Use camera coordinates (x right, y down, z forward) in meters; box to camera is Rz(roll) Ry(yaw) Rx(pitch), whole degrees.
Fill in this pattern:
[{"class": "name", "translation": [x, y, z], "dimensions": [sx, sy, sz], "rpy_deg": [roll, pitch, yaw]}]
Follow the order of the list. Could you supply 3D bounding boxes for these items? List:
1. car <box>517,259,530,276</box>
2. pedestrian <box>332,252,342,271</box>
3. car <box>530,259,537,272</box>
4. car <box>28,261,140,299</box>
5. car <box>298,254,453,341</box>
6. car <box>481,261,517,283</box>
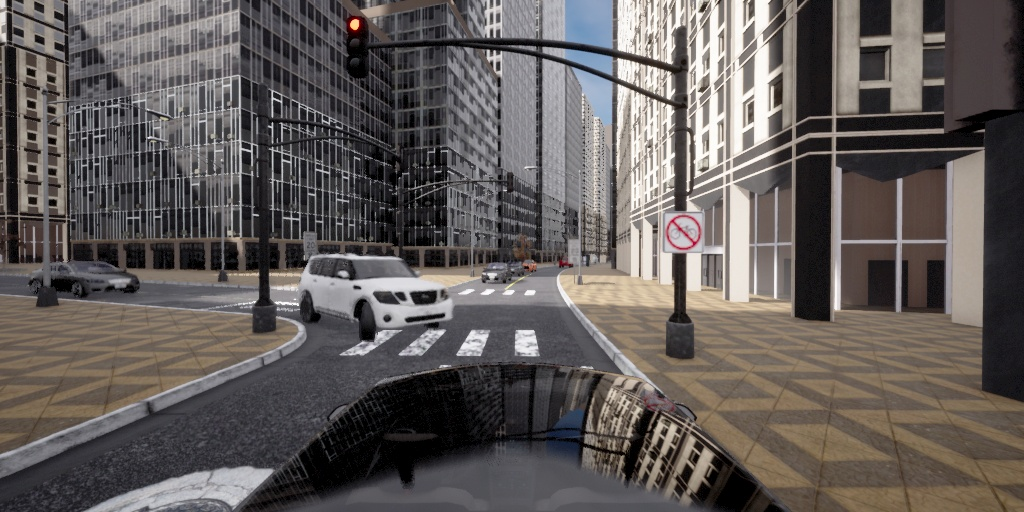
[{"class": "car", "translation": [0.229, 1.311, 37.657], "dimensions": [2.128, 1.511, 4.902], "rpy_deg": [0, 0, 9]}, {"class": "pedestrian", "translation": [-9.523, 0.716, 19.442], "dimensions": [0.375, 1.860, 0.375], "rpy_deg": [0, 0, 16]}, {"class": "car", "translation": [2.008, 1.220, 47.435], "dimensions": [2.097, 1.767, 4.553], "rpy_deg": [0, 0, 12]}, {"class": "car", "translation": [-19.281, 1.002, 16.195], "dimensions": [4.902, 1.511, 2.128], "rpy_deg": [1, 1, 16]}, {"class": "car", "translation": [-4.103, 0.964, 10.243], "dimensions": [5.566, 2.045, 2.150], "rpy_deg": [0, -2, 40]}, {"class": "car", "translation": [-1.117, 1.276, 28.175], "dimensions": [2.128, 1.511, 4.902], "rpy_deg": [0, 0, 7]}]
